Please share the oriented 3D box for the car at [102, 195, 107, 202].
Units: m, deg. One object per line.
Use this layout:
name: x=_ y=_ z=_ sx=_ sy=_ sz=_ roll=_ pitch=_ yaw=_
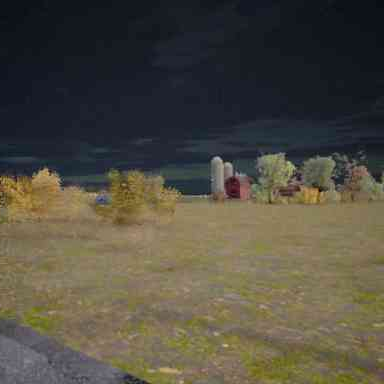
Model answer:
car: x=-17.578 y=1.657 z=68.175 sx=2.150 sy=2.045 sz=5.566 roll=-1 pitch=-1 yaw=36
